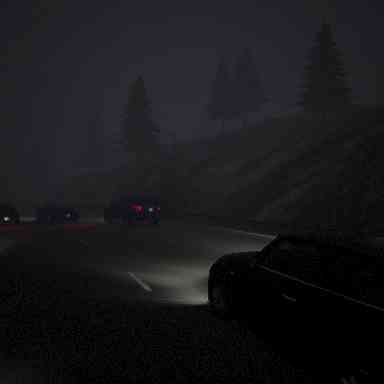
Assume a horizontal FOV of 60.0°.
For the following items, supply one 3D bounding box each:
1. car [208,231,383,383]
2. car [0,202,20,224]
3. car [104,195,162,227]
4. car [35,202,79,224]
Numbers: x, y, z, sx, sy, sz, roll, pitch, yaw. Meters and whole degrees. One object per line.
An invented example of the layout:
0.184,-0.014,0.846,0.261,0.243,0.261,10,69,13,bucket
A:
1.923,1.352,4.868,2.097,1.767,4.553,0,0,-20,car
-13.637,1.488,23.479,1.837,1.490,4.892,0,0,-41,car
-4.228,1.211,23.176,2.150,2.045,5.566,0,0,-37,car
-10.121,1.463,24.798,1.882,1.535,5.008,0,0,-41,car
